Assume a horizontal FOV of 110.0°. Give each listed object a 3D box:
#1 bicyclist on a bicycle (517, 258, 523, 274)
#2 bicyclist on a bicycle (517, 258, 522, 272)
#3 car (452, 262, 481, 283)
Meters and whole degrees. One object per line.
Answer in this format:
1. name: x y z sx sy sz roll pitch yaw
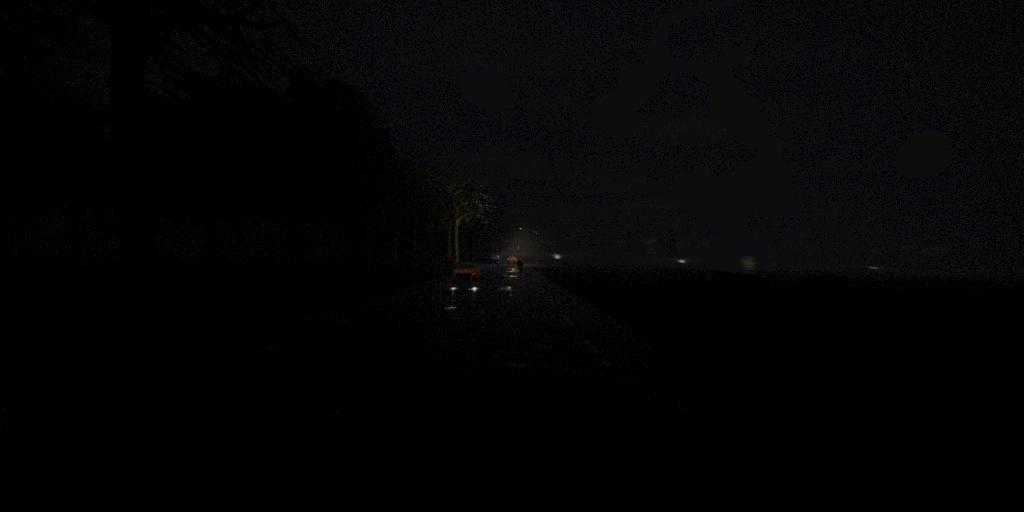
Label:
1. bicyclist on a bicycle: 0.963 1.236 38.878 0.582 1.620 1.656 0 0 0
2. bicyclist on a bicycle: 0.963 1.145 47.919 0.659 1.776 1.843 0 0 0
3. car: -3.584 1.256 28.881 1.882 1.535 5.008 0 0 0
